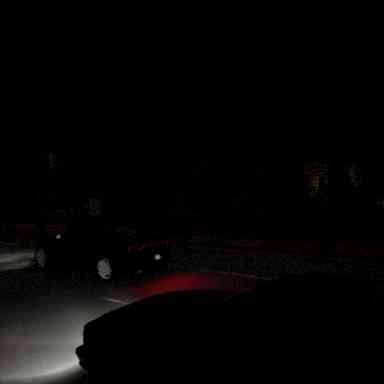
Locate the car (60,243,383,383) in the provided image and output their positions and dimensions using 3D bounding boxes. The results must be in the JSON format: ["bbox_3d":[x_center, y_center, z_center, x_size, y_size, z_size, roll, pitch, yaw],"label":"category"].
[{"bbox_3d":[1.221,1.564,3.121,5.357,1.411,2.033,-1,0,35],"label":"car"}]

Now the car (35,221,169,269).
[{"bbox_3d":[-2.937,1.653,10.385,5.008,1.535,1.882,-2,-1,35],"label":"car"}]
